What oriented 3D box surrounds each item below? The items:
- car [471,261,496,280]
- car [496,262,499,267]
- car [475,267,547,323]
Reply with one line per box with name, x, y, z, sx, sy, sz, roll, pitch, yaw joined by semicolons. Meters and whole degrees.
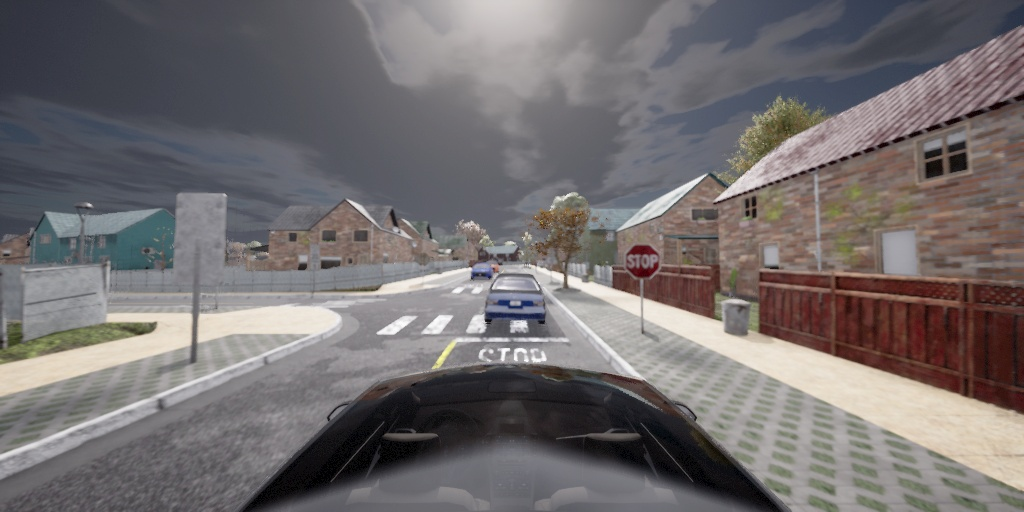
car;-2.847;1.436;34.504;1.882;1.535;5.008;0;0;0
car;-2.835;1.436;49.367;2.097;1.767;4.553;0;-1;0
car;0.114;1.281;11.982;2.033;1.411;5.357;2;0;0
